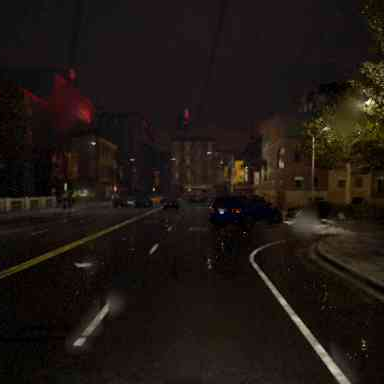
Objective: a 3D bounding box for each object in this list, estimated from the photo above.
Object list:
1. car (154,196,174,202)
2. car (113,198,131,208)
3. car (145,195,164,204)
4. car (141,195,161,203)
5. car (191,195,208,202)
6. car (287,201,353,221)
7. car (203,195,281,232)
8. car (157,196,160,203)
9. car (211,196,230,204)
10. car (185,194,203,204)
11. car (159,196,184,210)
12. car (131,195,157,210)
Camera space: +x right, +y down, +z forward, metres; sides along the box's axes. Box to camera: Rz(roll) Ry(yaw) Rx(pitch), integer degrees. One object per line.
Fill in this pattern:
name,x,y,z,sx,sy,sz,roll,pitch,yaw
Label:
car,-6.207,1.547,74.491,1.895,1.301,4.718,0,0,31
car,-9.582,1.492,46.738,2.033,1.411,5.357,0,0,2
car,-7.115,1.429,63.752,1.882,1.535,5.008,0,0,16
car,-8.481,1.464,69.231,2.002,1.452,4.674,0,0,21
car,1.693,1.511,74.861,1.812,1.442,4.674,0,0,31
car,10.309,1.516,26.941,5.008,1.535,1.882,0,0,6
car,3.442,1.231,20.566,2.150,2.045,5.566,-2,-1,41
car,-4.352,1.442,60.585,1.882,1.535,5.008,0,0,14
car,5.807,1.555,67.634,2.033,1.411,5.357,0,0,27
car,1.173,1.535,65.831,2.033,1.411,5.357,0,0,23
car,-2.536,1.525,42.634,2.033,1.411,5.357,0,0,1
car,-6.184,1.438,43.245,1.882,1.535,5.008,0,0,2
